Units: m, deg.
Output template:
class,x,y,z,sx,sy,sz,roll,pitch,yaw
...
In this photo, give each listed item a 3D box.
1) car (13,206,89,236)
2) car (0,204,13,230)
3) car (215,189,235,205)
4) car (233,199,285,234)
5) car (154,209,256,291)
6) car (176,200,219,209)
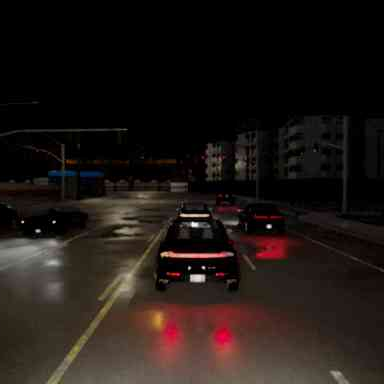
class,x,y,z,sx,sy,sz,roll,pitch,yaw
car,-6.999,1.438,17.355,1.895,1.301,4.718,0,1,1
car,-10.511,1.352,16.587,1.837,1.490,4.892,0,0,1
car,4.240,0.571,42.516,2.150,2.045,5.566,1,1,1
car,3.631,1.342,18.100,1.837,1.490,4.892,0,1,0
car,0.114,1.425,8.816,2.128,1.511,4.902,0,0,0
car,0.132,1.321,18.487,2.128,1.511,4.902,0,1,0
